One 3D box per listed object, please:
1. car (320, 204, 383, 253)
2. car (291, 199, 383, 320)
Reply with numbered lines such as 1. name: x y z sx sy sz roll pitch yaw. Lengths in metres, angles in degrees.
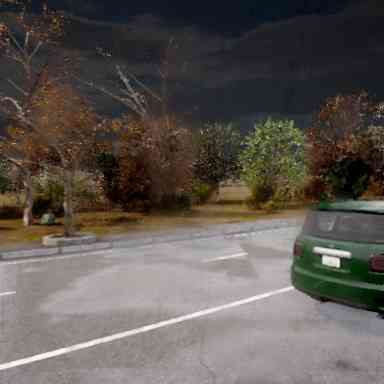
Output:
1. car: 7.822 1.357 13.848 5.357 1.411 2.033 -1 1 -35
2. car: 4.457 1.156 6.932 5.566 2.045 2.150 -2 1 -35
